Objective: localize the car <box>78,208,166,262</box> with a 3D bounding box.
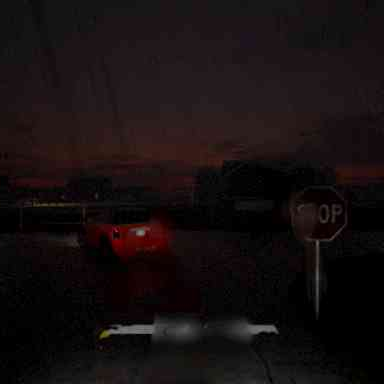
[{"bbox_3d":[-2.799,1.367,12.638,2.097,1.767,4.553,0,0,-32],"label":"car"}]
